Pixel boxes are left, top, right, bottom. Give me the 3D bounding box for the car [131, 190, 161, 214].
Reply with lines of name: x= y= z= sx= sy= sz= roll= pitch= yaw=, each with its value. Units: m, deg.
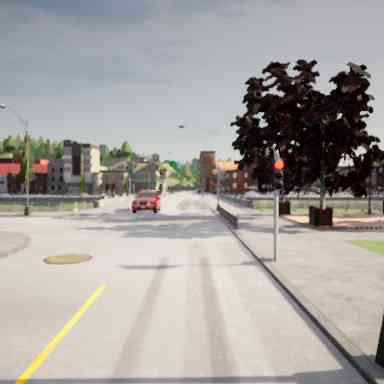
car: x=-4.055 y=0.848 z=30.407 sx=2.150 sy=2.045 sz=5.566 roll=0 pitch=1 yaw=0
